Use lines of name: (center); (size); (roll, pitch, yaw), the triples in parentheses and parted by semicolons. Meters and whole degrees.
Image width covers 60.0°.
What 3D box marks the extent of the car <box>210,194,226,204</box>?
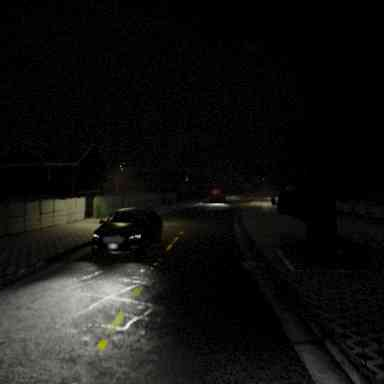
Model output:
car: (4.034, 1.058, 50.686); (1.994, 1.385, 4.181); (1, 1, 15)

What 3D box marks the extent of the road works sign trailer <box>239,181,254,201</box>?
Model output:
road works sign trailer: (10.303, -0.195, 62.107); (2.380, 3.560, 2.880); (2, 1, 21)

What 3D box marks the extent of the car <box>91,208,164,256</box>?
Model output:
car: (-2.276, 1.392, 12.729); (2.128, 1.511, 4.902); (0, 0, 4)
